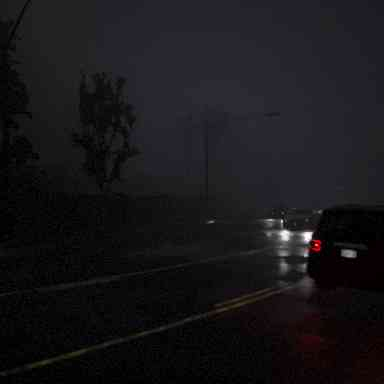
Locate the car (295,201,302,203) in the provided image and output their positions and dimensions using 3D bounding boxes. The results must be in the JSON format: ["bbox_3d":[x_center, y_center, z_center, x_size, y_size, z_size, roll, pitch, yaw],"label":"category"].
[{"bbox_3d":[23.893,2.709,74.230,2.033,1.411,5.357,-1,-1,21],"label":"car"}]

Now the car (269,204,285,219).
[{"bbox_3d":[9.598,2.118,36.352,1.837,1.490,4.892,-1,-1,21],"label":"car"}]

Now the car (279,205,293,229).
[{"bbox_3d":[8.022,1.908,24.346,1.812,1.442,4.674,0,-1,29],"label":"car"}]

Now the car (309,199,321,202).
[{"bbox_3d":[23.097,2.258,62.161,2.150,2.045,5.566,-1,-1,21],"label":"car"}]

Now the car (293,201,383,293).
[{"bbox_3d":[4.997,1.342,8.464,5.566,2.045,2.150,1,-1,-45],"label":"car"}]
